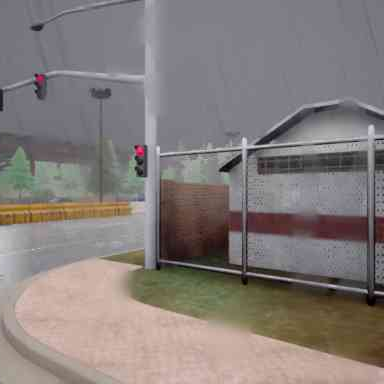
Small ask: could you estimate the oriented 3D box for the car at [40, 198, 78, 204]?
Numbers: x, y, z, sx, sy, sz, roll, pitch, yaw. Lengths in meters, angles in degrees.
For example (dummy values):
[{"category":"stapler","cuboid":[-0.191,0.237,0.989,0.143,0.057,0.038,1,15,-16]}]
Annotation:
[{"category":"car","cuboid":[-15.929,1.505,39.646,1.837,1.490,4.892,0,0,34]}]
